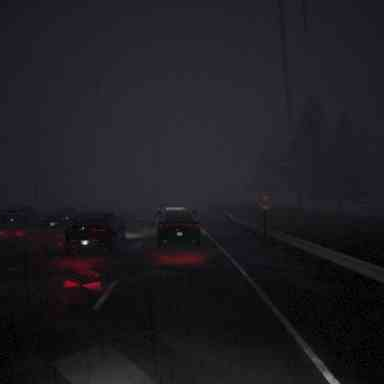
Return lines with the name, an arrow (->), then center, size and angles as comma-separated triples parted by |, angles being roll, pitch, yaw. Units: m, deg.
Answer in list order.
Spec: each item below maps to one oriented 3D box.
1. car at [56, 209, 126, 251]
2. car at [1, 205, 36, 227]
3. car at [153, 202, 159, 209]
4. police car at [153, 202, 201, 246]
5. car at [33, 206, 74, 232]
car -> -4.102, 1.605, 14.602 | 1.837, 1.490, 4.892 | 0, 0, -4
car -> -12.137, 1.662, 24.313 | 2.128, 1.511, 4.902 | 0, 0, -7
car -> -2.969, 1.751, 34.025 | 1.812, 1.442, 4.674 | 0, 0, -10
police car -> -0.712, 1.532, 16.163 | 1.930, 1.638, 5.238 | 0, 0, -4
car -> -8.244, 1.673, 21.332 | 1.812, 1.442, 4.674 | 0, 0, -6
